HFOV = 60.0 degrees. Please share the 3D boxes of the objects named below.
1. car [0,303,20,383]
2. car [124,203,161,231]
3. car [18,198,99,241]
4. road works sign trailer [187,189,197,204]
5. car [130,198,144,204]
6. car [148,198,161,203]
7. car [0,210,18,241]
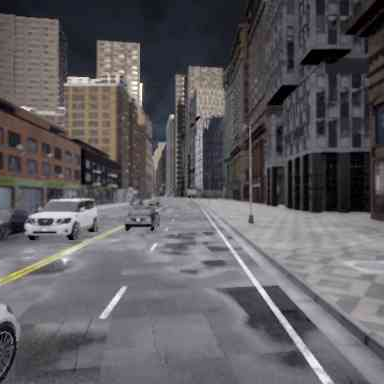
[{"bbox_3d":[-3.151,1.542,2.395,1.812,1.442,4.674,0,0,0],"label":"car"},{"bbox_3d":[-3.156,1.700,21.991,2.033,1.411,5.357,0,0,0],"label":"car"},{"bbox_3d":[-6.602,1.343,17.640,2.150,2.045,5.566,0,0,0],"label":"car"},{"bbox_3d":[-0.002,1.020,77.864,2.380,3.560,2.880,0,0,0],"label":"road works sign trailer"},{"bbox_3d":[-9.790,1.914,59.404,2.128,1.511,4.902,0,0,1],"label":"car"},{"bbox_3d":[-6.549,1.924,58.919,1.837,1.490,4.892,0,0,1],"label":"car"},{"bbox_3d":[-9.854,1.668,17.589,2.033,1.411,5.357,0,0,0],"label":"car"}]
